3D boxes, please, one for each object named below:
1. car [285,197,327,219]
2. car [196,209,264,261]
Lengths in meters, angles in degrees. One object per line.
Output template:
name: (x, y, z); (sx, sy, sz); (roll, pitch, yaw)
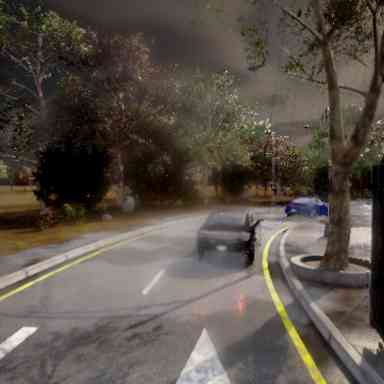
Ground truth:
car: (8.927, 1.125, 25.339); (1.882, 1.535, 5.008); (2, 2, 44)
car: (1.489, 1.372, 11.993); (2.128, 1.511, 4.902); (1, 1, 15)
